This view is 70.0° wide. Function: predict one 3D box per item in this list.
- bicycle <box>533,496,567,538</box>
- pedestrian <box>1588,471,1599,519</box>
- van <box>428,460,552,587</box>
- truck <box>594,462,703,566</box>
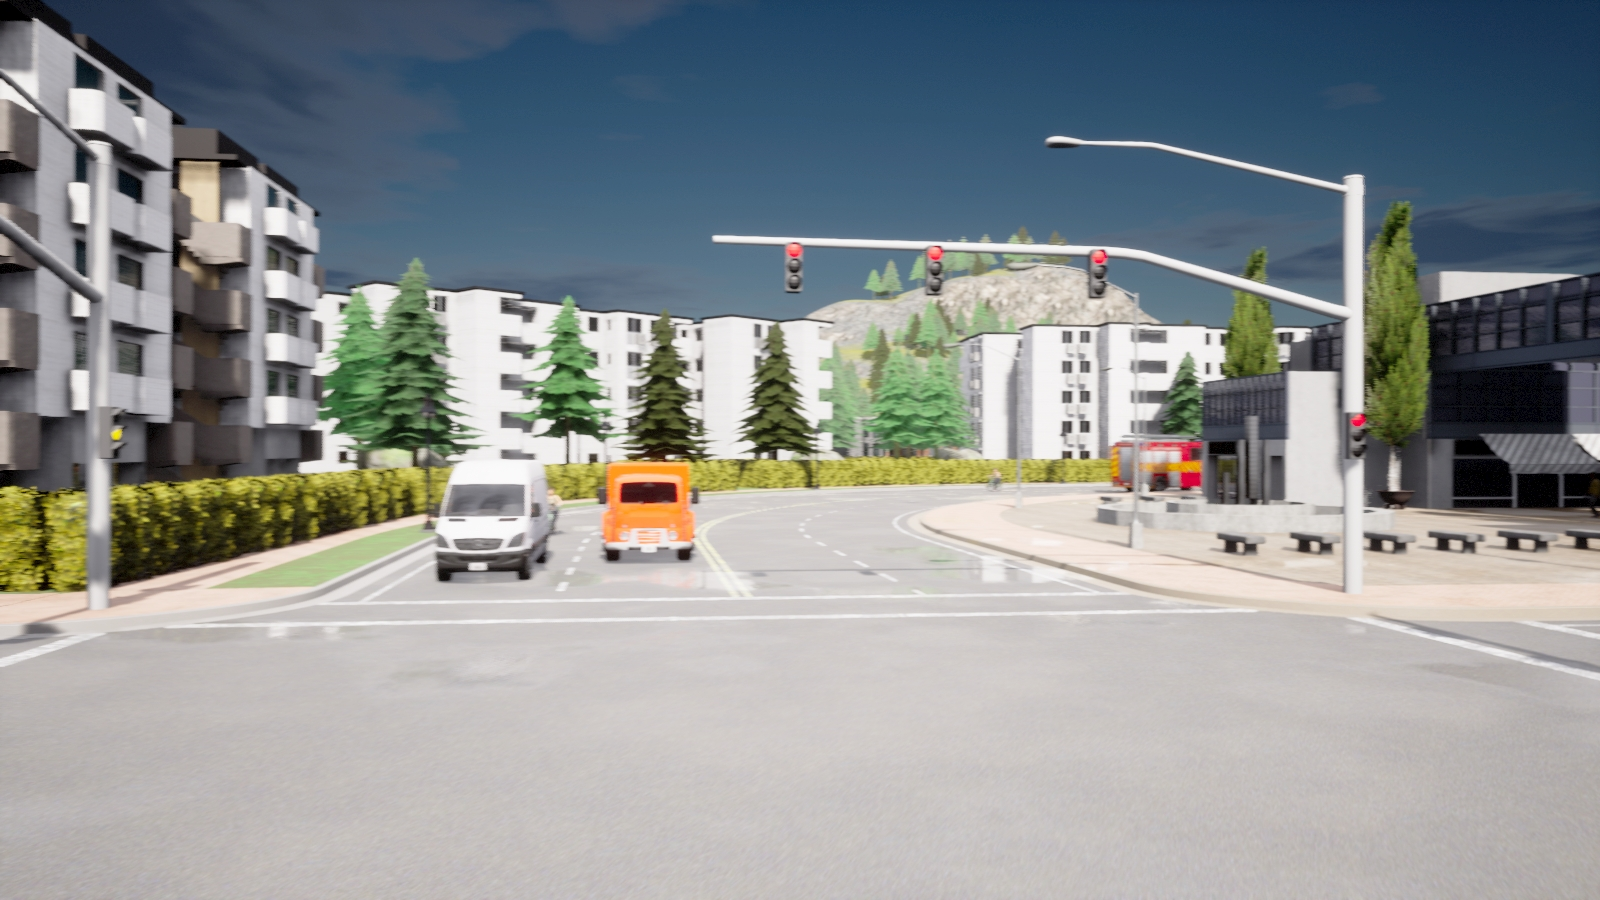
[{"bbox_3d":[-8.080,2.152,36.986,0.859,1.276,1.487,0,0,-3],"label":"bicycle"},{"bbox_3d":[30.867,1.736,44.320,0.375,1.860,0.375,0,0,13],"label":"pedestrian"},{"bbox_3d":[-7.029,1.529,26.493,1.988,2.561,5.915,0,0,-7],"label":"van"},{"bbox_3d":[-4.025,1.566,30.375,2.627,2.467,5.204,0,0,-8],"label":"truck"}]
